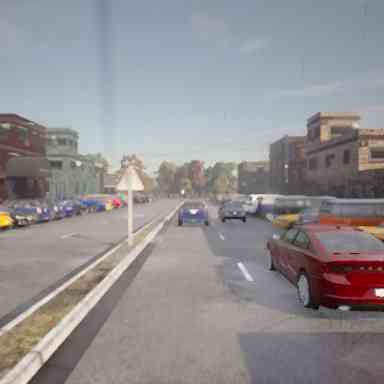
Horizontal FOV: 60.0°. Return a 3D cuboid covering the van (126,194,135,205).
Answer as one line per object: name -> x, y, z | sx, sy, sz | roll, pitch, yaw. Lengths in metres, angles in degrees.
van -> -12.655, 1.426, 57.006 | 4.442, 1.987, 1.878 | 0, 0, 0

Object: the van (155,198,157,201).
van -> -12.392, 1.731, 90.231 | 4.442, 1.987, 1.878 | 0, 0, 0

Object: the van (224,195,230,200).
van -> 7.528, 1.391, 49.728 | 4.442, 1.987, 1.878 | 0, 0, 0

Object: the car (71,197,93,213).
car -> -12.554, 1.512, 31.994 | 4.892, 1.521, 2.231 | 0, 0, 0

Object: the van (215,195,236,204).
van -> 7.532, 1.582, 74.665 | 4.442, 1.987, 1.878 | 0, -1, 0

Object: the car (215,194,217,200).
car -> 7.679, 1.632, 69.150 | 4.553, 1.767, 2.185 | 0, -1, 0

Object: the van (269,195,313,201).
van -> 7.760, 1.283, 22.281 | 4.442, 1.987, 1.878 | 0, 0, 0

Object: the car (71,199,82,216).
car -> -12.560, 1.541, 29.215 | 4.674, 1.452, 2.002 | 0, 0, 0

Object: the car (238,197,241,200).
car -> 7.647, 1.589, 36.065 | 4.674, 1.452, 2.002 | 0, 0, 0

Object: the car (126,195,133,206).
car -> -12.538, 1.671, 54.099 | 4.674, 1.452, 2.002 | 0, 0, 0

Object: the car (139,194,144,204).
car -> -12.561, 1.445, 62.564 | 5.566, 2.045, 2.435 | 0, 0, 0

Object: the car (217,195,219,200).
car -> 7.641, 1.692, 60.878 | 4.892, 1.521, 2.231 | 0, 0, 0

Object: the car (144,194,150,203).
car -> -12.497, 1.518, 70.775 | 5.566, 2.045, 2.435 | 0, -1, 0

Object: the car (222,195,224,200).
car -> 7.640, 1.635, 52.608 | 4.892, 1.521, 2.231 | 0, 0, 0

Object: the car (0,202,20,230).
car -> -12.568, 1.473, 18.101 | 5.008, 1.535, 2.097 | 0, 0, 0

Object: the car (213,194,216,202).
car -> 7.654, 1.782, 71.906 | 5.008, 1.535, 2.097 | 0, -1, 0

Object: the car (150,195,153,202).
car -> -12.550, 1.573, 76.460 | 5.566, 2.045, 2.435 | 0, -1, 0

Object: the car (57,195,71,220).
car -> -12.534, 1.367, 26.436 | 4.553, 1.767, 2.185 | 0, 0, 0

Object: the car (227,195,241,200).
car -> 7.830, 1.584, 44.335 | 5.366, 1.575, 1.946 | 0, 0, 0

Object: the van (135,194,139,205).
van -> -12.419, 1.447, 59.783 | 4.442, 1.987, 1.878 | 0, 0, 0

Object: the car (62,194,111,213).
car -> -12.527, 1.283, 37.553 | 5.566, 2.045, 2.435 | 0, 0, 0

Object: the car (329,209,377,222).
car -> 7.647, 1.494, 11.250 | 5.008, 1.535, 2.097 | 0, 0, 0

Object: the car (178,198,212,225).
car -> 0.102, 1.384, 24.184 | 2.097, 1.767, 4.553 | 0, 0, 0

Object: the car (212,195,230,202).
car -> 7.619, 1.807, 88.455 | 4.553, 1.767, 2.185 | 0, 0, 0

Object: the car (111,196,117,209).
car -> -12.368, 1.545, 40.330 | 5.366, 1.575, 1.946 | 0, 0, 0

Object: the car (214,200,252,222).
car -> 3.109, 1.585, 26.393 | 2.033, 1.411, 5.357 | 0, 0, 0

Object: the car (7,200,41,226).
car -> -12.576, 1.480, 20.877 | 4.892, 1.521, 2.231 | 0, 0, 0

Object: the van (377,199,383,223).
van -> 7.525, 1.265, 8.492 | 4.442, 1.987, 1.878 | 0, 0, 0

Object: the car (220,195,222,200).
car -> 7.640, 1.653, 55.364 | 4.892, 1.521, 2.231 | 0, 0, 0

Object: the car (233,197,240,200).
car -> 7.674, 1.590, 38.821 | 4.792, 1.488, 2.163 | 0, 0, 0

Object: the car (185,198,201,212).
car -> 0.104, 1.569, 41.196 | 1.882, 1.535, 5.008 | 0, 0, 0

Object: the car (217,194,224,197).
car -> 7.616, 1.587, 63.635 | 4.553, 1.767, 2.185 | 0, 0, 0

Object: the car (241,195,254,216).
car -> 7.672, 1.279, 30.552 | 5.566, 2.045, 2.435 | 0, 0, 0

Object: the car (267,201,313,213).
car -> 7.457, 1.501, 19.522 | 5.366, 1.575, 1.946 | 0, 0, 0

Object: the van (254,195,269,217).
van -> 7.760, 1.297, 27.794 | 4.442, 1.987, 1.878 | 0, 0, 0

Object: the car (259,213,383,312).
car -> 3.112, 1.488, 7.886 | 1.882, 1.535, 5.008 | 0, 0, 0

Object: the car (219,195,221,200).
car -> 7.640, 1.672, 58.121 | 4.892, 1.521, 2.231 | 0, 0, 0

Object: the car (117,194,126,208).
car -> -12.520, 1.326, 45.888 | 5.566, 2.045, 2.435 | 0, 0, 0

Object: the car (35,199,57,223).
car -> -12.537, 1.359, 23.656 | 4.553, 1.767, 2.185 | 0, 0, 0

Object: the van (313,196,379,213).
van -> 7.759, 1.271, 14.008 | 4.442, 1.987, 1.878 | 0, 0, 0

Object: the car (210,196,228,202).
car -> 7.656, 1.970, 93.967 | 5.008, 1.535, 2.097 | 0, 0, 0

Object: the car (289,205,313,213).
car -> 7.640, 1.540, 16.764 | 4.674, 1.452, 2.002 | 0, 0, 0

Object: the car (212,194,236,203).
car -> 7.677, 1.608, 80.180 | 5.566, 2.045, 2.435 | 0, -1, 0

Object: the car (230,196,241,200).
car -> 7.638, 1.574, 41.580 | 4.892, 1.521, 2.231 | 0, 0, 0

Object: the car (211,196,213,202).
car -> 7.463, 1.830, 77.421 | 5.366, 1.575, 1.946 | 0, -1, 0

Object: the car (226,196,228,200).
car -> 7.643, 1.641, 47.093 | 4.674, 1.452, 2.002 | 0, 0, 0
